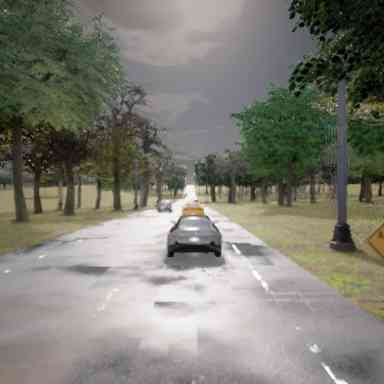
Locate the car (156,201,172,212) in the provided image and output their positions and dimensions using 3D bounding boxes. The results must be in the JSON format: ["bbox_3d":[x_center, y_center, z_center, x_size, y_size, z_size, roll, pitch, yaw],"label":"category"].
[{"bbox_3d":[-3.579,1.876,43.433,2.128,1.511,4.902,0,-1,0],"label":"car"}]

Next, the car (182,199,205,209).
[{"bbox_3d":[0.095,1.636,29.534,1.882,1.535,5.008,0,-1,0],"label":"car"}]

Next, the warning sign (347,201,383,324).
[{"bbox_3d":[3.568,1.111,5.670,1.300,1.860,1.060,1,1,0],"label":"warning sign"}]

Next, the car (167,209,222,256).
[{"bbox_3d":[0.088,1.582,13.222,1.994,1.385,4.181,0,0,0],"label":"car"}]
